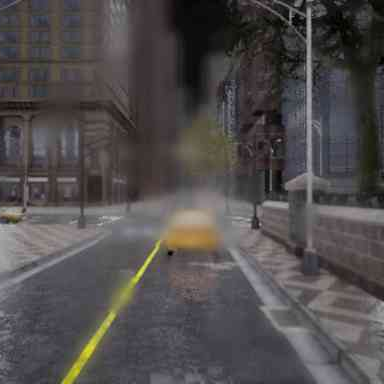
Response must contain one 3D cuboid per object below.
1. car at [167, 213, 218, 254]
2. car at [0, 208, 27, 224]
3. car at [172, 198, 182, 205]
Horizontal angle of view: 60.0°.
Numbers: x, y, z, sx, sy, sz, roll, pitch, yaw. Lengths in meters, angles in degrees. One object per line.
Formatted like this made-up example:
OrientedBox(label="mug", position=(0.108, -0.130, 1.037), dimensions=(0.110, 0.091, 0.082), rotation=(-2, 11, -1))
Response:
OrientedBox(label="car", position=(0.032, 1.624, 14.206), dimensions=(1.882, 1.535, 5.008), rotation=(0, 0, 0))
OrientedBox(label="car", position=(-14.927, 1.653, 24.829), dimensions=(4.829, 1.417, 1.752), rotation=(1, -1, 0))
OrientedBox(label="car", position=(-2.988, 2.011, 68.462), dimensions=(1.994, 1.385, 4.181), rotation=(0, 0, 0))
